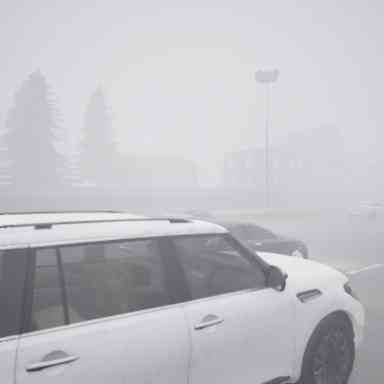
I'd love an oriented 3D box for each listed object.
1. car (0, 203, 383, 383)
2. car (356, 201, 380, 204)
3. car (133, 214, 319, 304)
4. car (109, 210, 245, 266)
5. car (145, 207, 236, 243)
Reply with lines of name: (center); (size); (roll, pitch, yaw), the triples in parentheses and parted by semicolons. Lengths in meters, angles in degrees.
car: (-0.552, 1.216, 3.351); (5.566, 2.045, 2.150); (0, 0, -35)
car: (14.392, 1.417, 26.899); (4.674, 1.442, 1.812); (0, 0, -35)
car: (1.082, 1.481, 8.815); (4.892, 1.490, 1.837); (0, 0, -35)
car: (-0.412, 1.499, 12.064); (4.674, 1.442, 1.812); (0, 0, -36)
car: (-0.009, 1.525, 16.633); (4.181, 1.385, 1.994); (0, 0, -35)
